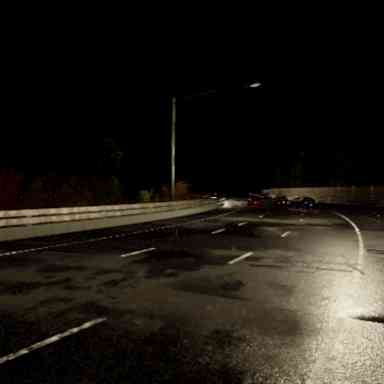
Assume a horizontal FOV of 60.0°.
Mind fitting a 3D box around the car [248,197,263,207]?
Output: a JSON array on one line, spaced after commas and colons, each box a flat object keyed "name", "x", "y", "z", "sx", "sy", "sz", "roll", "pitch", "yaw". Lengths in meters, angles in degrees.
[{"name": "car", "x": 9.175, "y": 1.432, "z": 48.252, "sx": 1.994, "sy": 1.385, "sz": 4.181, "roll": 1, "pitch": 0, "yaw": 9}]

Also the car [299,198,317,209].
[{"name": "car", "x": 15.678, "y": 1.487, "z": 44.831, "sx": 1.812, "sy": 1.442, "sz": 4.674, "roll": 1, "pitch": 0, "yaw": 11}]

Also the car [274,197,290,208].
[{"name": "car", "x": 12.439, "y": 1.463, "z": 46.141, "sx": 2.033, "sy": 1.411, "sz": 5.357, "roll": 1, "pitch": 0, "yaw": 10}]
